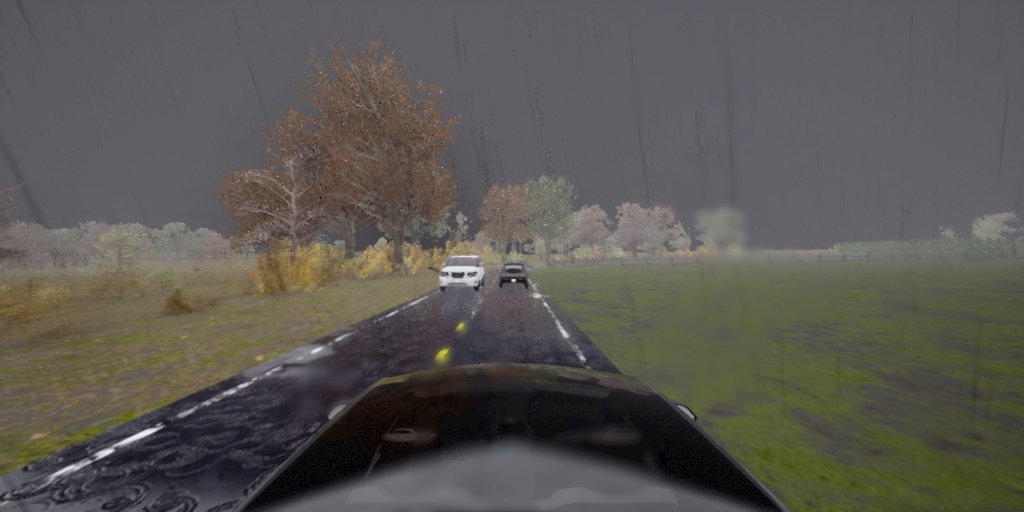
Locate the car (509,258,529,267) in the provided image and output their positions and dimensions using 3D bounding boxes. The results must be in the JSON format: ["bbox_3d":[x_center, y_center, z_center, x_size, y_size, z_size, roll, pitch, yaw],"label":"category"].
[{"bbox_3d":[1.262,1.107,62.697,2.033,1.411,5.357,0,1,17],"label":"car"}]

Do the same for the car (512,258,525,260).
[{"bbox_3d":[0.557,1.153,43.926,2.128,1.511,4.902,0,0,5],"label":"car"}]

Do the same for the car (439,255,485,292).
[{"bbox_3d":[-2.854,0.947,21.556,2.150,2.045,5.566,0,0,0],"label":"car"}]

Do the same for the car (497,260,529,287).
[{"bbox_3d":[0.095,1.226,24.122,1.837,1.490,4.892,0,0,0],"label":"car"}]
